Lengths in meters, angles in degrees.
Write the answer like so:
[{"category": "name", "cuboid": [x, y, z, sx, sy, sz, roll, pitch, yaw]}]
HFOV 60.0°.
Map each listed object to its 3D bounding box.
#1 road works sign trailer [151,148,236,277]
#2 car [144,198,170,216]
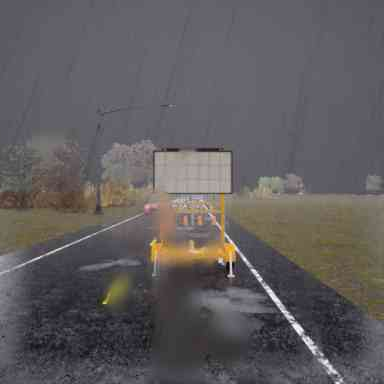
[{"category": "road works sign trailer", "cuboid": [0.026, 0.469, 10.228, 2.380, 3.560, 2.880, 0, 0, -1]}, {"category": "car", "cuboid": [-3.390, 1.370, 32.799, 2.097, 1.767, 4.553, 0, 0, 0]}]
